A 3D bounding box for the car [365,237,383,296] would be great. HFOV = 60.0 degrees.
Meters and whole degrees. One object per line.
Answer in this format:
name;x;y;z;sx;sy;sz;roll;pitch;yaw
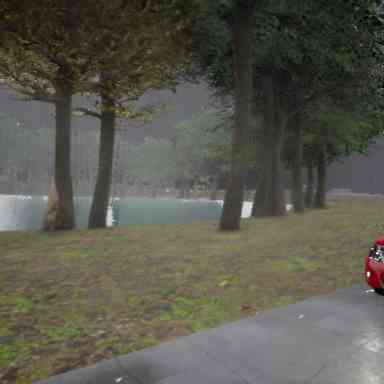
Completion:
car;6.175;1.228;7.469;5.566;2.045;2.150;0;0;-35
